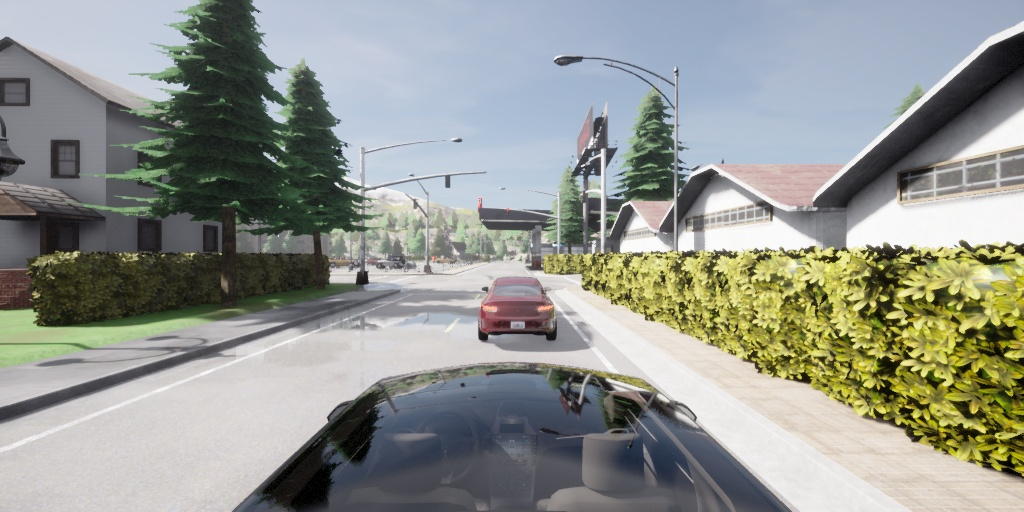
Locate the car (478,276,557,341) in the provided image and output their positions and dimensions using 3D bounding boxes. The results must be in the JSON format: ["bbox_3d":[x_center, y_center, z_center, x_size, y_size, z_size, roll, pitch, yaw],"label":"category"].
[{"bbox_3d":[0.128,1.276,9.778,1.812,1.442,4.674,0,0,0],"label":"car"}]
